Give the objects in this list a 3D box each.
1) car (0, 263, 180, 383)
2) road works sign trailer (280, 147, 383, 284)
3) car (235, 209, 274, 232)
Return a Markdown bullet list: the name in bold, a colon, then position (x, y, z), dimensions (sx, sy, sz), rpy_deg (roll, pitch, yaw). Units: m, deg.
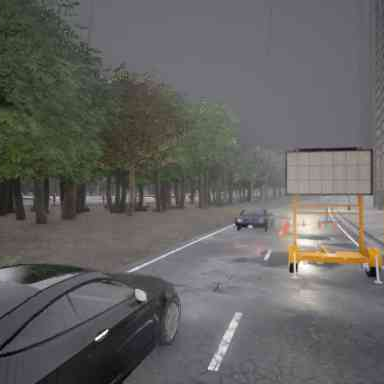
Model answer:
- **car**: position (-1.606, 1.528, 3.650), dimensions (1.812, 1.442, 4.674), rpy_deg (0, 0, 17)
- **road works sign trailer**: position (3.998, 0.502, 9.904), dimensions (2.380, 3.560, 2.880), rpy_deg (0, 0, 12)
- **car**: position (4.098, 1.702, 21.162), dimensions (1.895, 1.301, 4.718), rpy_deg (0, 0, 19)
